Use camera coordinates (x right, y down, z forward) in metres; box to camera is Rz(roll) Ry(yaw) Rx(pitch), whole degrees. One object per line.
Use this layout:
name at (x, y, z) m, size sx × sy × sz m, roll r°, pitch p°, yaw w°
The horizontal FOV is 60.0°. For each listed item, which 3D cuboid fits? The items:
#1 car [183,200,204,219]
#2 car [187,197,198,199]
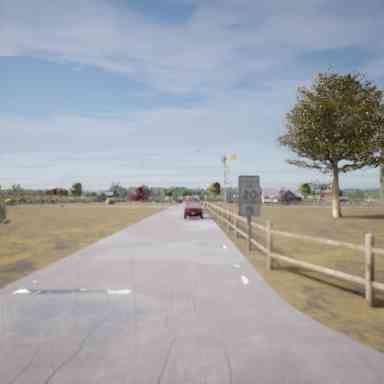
car at (0.138, 1.846, 33.355) m, size 1.882 × 1.535 × 5.008 m, roll 0°, pitch -1°, yaw 0°
car at (0.085, 1.904, 53.571) m, size 2.150 × 2.045 × 5.566 m, roll 0°, pitch -1°, yaw 0°
